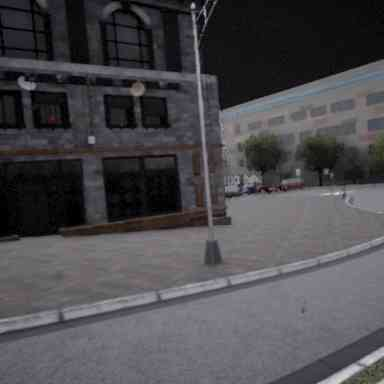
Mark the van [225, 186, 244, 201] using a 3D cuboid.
[{"bbox_3d":[4.483,0.319,45.173,4.442,1.987,1.878,-7,1,-39],"label":"van"}]

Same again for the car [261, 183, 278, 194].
[{"bbox_3d":[13.922,-0.655,53.282,4.792,1.488,2.163,-7,1,-39],"label":"car"}]

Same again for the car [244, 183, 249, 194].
[{"bbox_3d":[10.337,-0.552,57.550,5.566,2.045,2.435,-7,1,-39],"label":"car"}]

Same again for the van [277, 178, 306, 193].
[{"bbox_3d":[15.719,-1.076,51.177,4.442,1.987,1.878,-7,1,-39],"label":"van"}]

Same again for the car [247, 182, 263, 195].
[{"bbox_3d":[12.111,-0.498,55.453,5.008,1.535,2.097,-7,1,-40],"label":"car"}]

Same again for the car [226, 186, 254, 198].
[{"bbox_3d":[8.613,-0.072,59.713,4.792,1.488,2.163,-7,1,-39],"label":"car"}]
